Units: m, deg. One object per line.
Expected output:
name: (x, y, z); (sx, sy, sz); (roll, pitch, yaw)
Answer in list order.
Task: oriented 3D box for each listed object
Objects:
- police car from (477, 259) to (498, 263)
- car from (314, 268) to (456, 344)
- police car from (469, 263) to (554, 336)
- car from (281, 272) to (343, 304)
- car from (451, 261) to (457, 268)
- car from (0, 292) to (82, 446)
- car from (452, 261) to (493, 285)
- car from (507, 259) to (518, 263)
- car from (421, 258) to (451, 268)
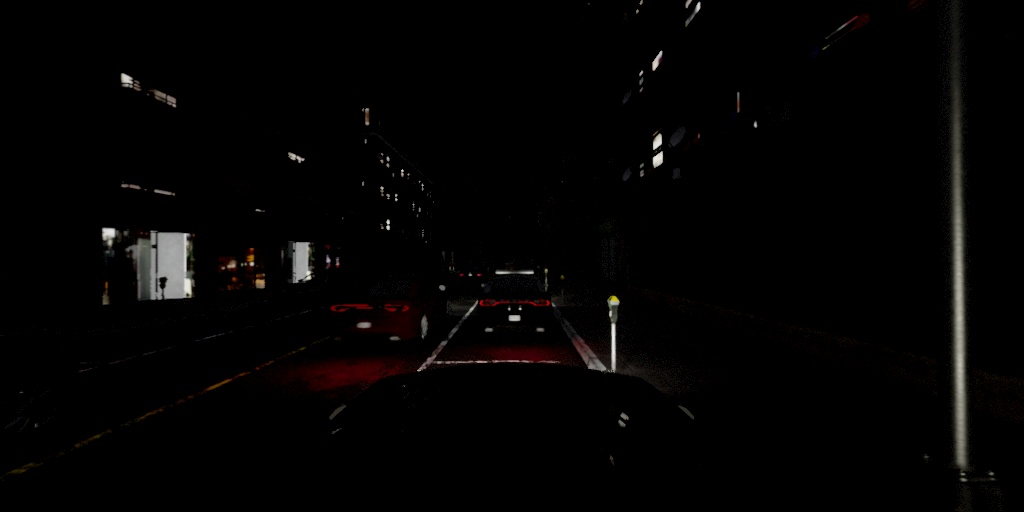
police car: (-2.743, 1.236, 43.994); (1.930, 1.638, 5.238); (0, 0, 1)
car: (-2.960, 1.249, 9.702); (1.882, 1.535, 5.008); (0, 0, 1)
police car: (0.081, 1.186, 10.593); (1.930, 1.638, 5.238); (0, 0, 1)
car: (-8.687, 1.383, 16.526); (1.802, 1.307, 4.207); (0, 0, 1)
car: (-8.426, 1.273, 44.706); (1.967, 1.591, 4.097); (0, 0, 1)
car: (-6.231, 1.126, 2.270); (2.097, 1.767, 4.553); (0, 0, 1)
car: (-2.802, 1.339, 26.787); (2.033, 1.411, 5.357); (0, 0, 1)
car: (-0.096, 1.322, 39.159); (1.751, 1.417, 4.829); (0, 0, 1)
car: (-8.478, 1.142, 39.071); (2.192, 1.841, 5.009); (0, 0, 1)
